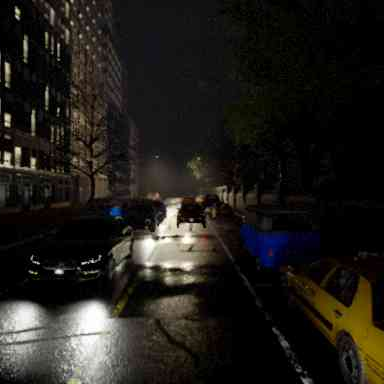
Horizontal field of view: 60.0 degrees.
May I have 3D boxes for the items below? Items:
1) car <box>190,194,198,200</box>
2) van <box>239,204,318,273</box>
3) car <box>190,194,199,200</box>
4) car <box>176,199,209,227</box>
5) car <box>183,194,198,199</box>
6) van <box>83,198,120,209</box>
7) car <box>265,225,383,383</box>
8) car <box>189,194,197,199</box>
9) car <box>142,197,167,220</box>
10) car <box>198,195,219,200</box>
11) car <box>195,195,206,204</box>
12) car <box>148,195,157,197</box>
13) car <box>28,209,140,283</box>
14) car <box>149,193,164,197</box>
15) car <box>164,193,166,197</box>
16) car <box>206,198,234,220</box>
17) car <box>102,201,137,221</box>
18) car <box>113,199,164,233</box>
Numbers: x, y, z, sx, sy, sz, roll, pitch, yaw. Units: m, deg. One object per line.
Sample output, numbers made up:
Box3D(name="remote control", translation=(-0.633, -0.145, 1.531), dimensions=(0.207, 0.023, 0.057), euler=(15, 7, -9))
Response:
Box3D(name="car", translation=(0.463, 1.276, 87.952), dimensions=(1.802, 1.307, 4.206), euler=(0, 0, -2))
Box3D(name="van", translation=(2.522, 1.310, 10.320), dimensions=(1.690, 1.788, 3.998), euler=(0, 0, 0))
Box3D(name="car", translation=(0.695, 1.267, 82.407), dimensions=(2.008, 1.369, 4.403), euler=(0, 0, -2))
Box3D(name="car", translation=(-0.063, 1.459, 21.971), dimensions=(1.812, 1.442, 4.674), euler=(0, 0, -1))
Box3D(name="car", translation=(-0.495, 1.335, 44.988), dimensions=(1.882, 1.535, 5.008), euler=(0, 0, -1))
Box3D(name="van", translation=(-5.608, 1.278, 21.214), dimensions=(1.690, 1.788, 3.998), euler=(0, 0, -1))
Box3D(name="car", translation=(2.551, 1.510, 4.946), dimensions=(1.752, 1.417, 4.829), euler=(0, 0, 0))
Box3D(name="car", translation=(0.230, 1.238, 93.497), dimensions=(1.947, 1.339, 4.313), euler=(0, 0, -2))
Box3D(name="car", translation=(-2.956, 1.403, 25.694), dimensions=(1.882, 1.535, 5.008), euler=(0, 0, -1))
Box3D(name="car", translation=(2.138, 1.196, 38.047), dimensions=(2.192, 1.841, 5.009), euler=(0, 0, -1))
Box3D(name="car", translation=(1.536, 1.327, 60.400), dimensions=(1.752, 1.417, 4.829), euler=(0, 0, -2))
Box3D(name="car", translation=(-6.011, 1.446, 43.403), dimensions=(1.802, 1.307, 4.206), euler=(0, 0, -1))
Box3D(name="car", translation=(-2.891, 1.477, 9.660), dimensions=(1.837, 1.490, 4.892), euler=(0, 0, 0))
Box3D(name="car", translation=(-6.308, 1.140, 54.493), dimensions=(2.192, 1.841, 5.009), euler=(0, 0, -2))
Box3D(name="car", translation=(-7.098, 1.056, 76.675), dimensions=(2.192, 1.841, 5.009), euler=(0, 0, -2))
Box3D(name="car", translation=(2.337, 1.442, 27.122), dimensions=(1.752, 1.417, 4.829), euler=(0, 0, -1))
Box3D(name="car", translation=(-5.684, 1.464, 26.760), dimensions=(1.887, 1.381, 4.507), euler=(0, 0, -1))
Box3D(name="car", translation=(-2.951, 1.420, 19.437), dimensions=(1.882, 1.535, 5.008), euler=(0, 0, 0))
